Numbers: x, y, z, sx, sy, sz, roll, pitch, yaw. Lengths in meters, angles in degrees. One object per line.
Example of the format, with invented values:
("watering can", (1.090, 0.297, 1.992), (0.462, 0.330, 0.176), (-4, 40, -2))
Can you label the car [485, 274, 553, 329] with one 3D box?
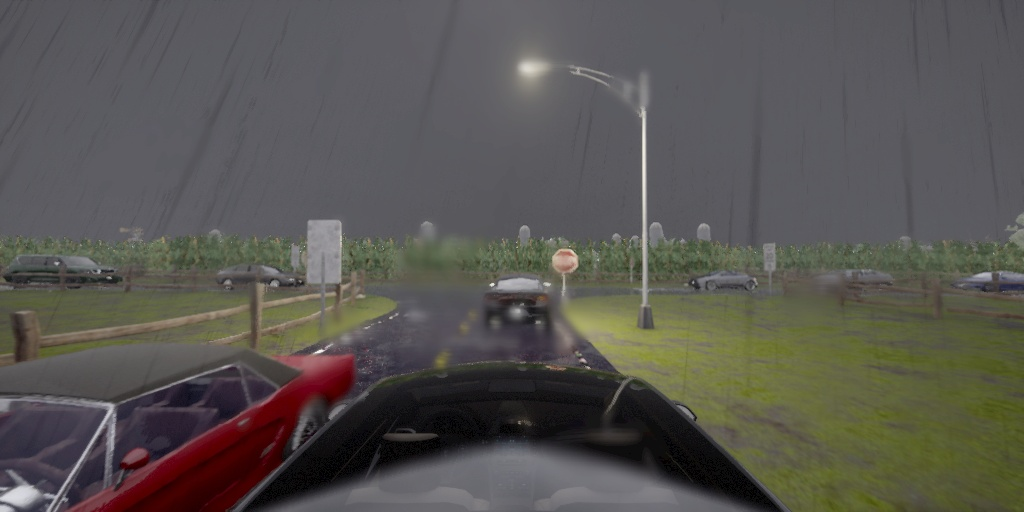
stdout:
("car", (0.283, 1.327, 11.731), (1.882, 1.535, 5.008), (0, -1, 3))

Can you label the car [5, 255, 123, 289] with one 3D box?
("car", (-27.869, 0.967, 22.421), (5.566, 2.045, 2.150), (1, -2, 1))

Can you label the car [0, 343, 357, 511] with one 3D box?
("car", (-2.801, 1.354, 2.041), (1.895, 1.301, 4.718), (0, -1, 1))

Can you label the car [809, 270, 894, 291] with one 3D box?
("car", (23.625, 1.696, 25.052), (4.902, 1.511, 2.128), (0, -2, 0))

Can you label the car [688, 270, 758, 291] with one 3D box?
("car", (14.682, 1.696, 25.106), (4.181, 1.385, 1.994), (0, -2, 1))

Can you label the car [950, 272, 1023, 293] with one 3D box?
("car", (33.640, 1.814, 24.984), (4.674, 1.442, 1.812), (0, -2, 1))

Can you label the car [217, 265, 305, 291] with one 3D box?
("car", (-15.520, 1.333, 22.295), (4.892, 1.490, 1.837), (0, -2, 2))
